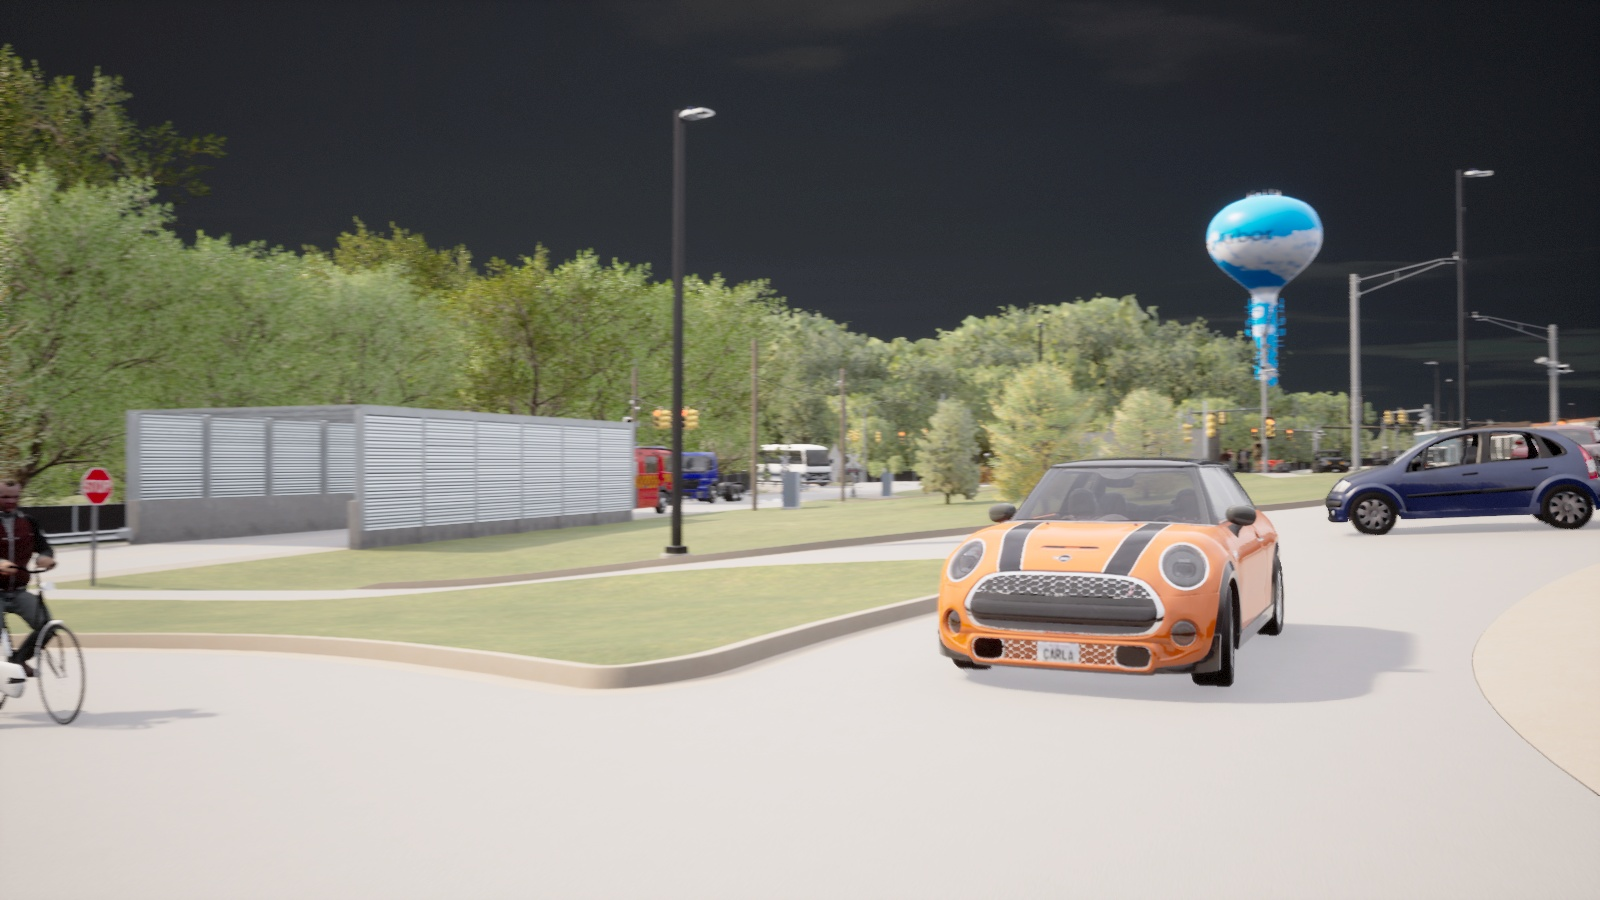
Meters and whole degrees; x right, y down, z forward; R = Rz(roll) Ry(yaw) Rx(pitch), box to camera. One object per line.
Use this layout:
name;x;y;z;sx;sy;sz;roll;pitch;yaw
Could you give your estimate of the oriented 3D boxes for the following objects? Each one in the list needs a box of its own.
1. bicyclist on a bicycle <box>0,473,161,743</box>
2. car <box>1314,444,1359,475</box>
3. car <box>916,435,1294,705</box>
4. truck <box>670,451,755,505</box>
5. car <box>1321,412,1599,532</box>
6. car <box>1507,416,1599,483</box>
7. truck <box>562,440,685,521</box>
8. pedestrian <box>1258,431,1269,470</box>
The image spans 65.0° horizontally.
bicyclist on a bicycle;-5.505;1.122;9.155;1.843;1.776;0.659;-5;-3;35
car;34.060;0.610;79.753;1.905;1.878;3.866;-1;-2;12
car;2.830;0.822;10.717;2.097;1.767;4.553;-1;-1;27
truck;-5.775;1.849;84.780;2.891;3.462;7.936;-1;-1;18
car;10.713;0.370;20.427;3.988;1.617;1.851;-5;-2;23
car;20.001;-0.059;32.581;1.882;1.535;5.008;-2;1;41
truck;-8.829;1.495;64.122;2.891;3.827;8.468;-1;-1;17
pedestrian;23.173;0.044;62.823;0.396;1.930;0.692;-1;-2;12
